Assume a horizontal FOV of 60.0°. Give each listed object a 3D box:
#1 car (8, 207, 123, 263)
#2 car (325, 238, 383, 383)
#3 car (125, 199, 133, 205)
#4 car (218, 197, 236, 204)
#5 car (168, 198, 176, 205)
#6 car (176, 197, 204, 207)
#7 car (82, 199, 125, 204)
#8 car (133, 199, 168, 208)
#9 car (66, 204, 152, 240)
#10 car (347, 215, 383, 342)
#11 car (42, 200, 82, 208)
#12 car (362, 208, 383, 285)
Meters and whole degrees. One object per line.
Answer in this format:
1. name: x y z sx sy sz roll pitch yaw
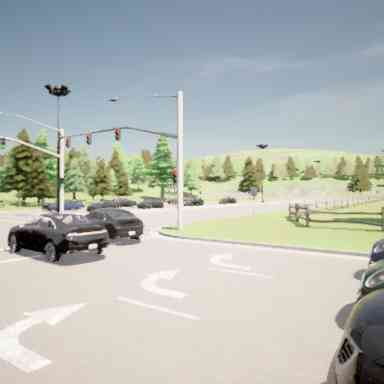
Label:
1. car: -5.068 1.546 12.337 4.902 1.511 2.128 0 0 40
2. car: 3.560 1.212 1.454 5.566 2.045 2.150 0 0 36
3. car: -10.960 1.732 51.649 2.033 1.411 5.357 0 0 35
4. car: 6.857 1.645 64.832 2.128 1.511 4.902 0 0 35
5. car: -2.878 1.749 63.161 1.994 1.385 4.181 0 0 36
6. car: 0.158 1.644 55.358 2.128 1.511 4.902 0 0 35
7. car: -10.561 1.715 39.966 1.994 1.385 4.181 0 0 35
8. car: -5.789 1.715 46.846 1.994 1.385 4.181 0 0 34
9. car: -4.241 1.566 16.439 1.837 1.490 4.892 -2 1 -42
10. car: 4.916 1.346 4.786 4.553 1.767 2.097 0 0 36
11. car: -16.696 1.731 43.406 2.033 1.411 5.357 0 0 35
12. car: 6.705 1.348 7.809 4.553 1.767 2.097 0 0 36
